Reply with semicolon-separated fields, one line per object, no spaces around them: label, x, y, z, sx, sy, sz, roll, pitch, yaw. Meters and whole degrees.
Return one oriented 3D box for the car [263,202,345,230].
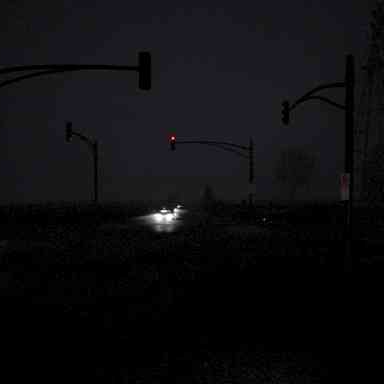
car;6.672;1.357;19.469;4.892;1.490;1.837;0;1;0

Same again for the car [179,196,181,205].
car;-3.013;1.596;47.477;1.895;1.301;4.718;0;0;0

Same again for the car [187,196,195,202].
car;-0.332;1.596;78.375;1.895;1.301;4.718;0;0;0

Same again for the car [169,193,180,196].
car;-3.060;1.218;57.828;2.150;2.045;5.566;0;0;0

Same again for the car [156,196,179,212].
car;-2.961;1.486;37.661;2.128;1.511;4.902;0;0;-1
